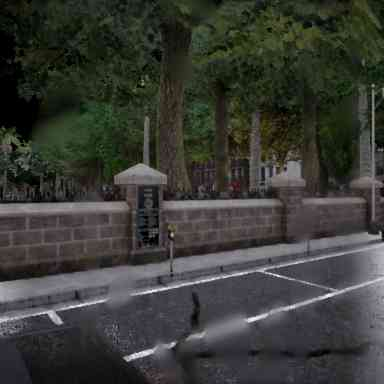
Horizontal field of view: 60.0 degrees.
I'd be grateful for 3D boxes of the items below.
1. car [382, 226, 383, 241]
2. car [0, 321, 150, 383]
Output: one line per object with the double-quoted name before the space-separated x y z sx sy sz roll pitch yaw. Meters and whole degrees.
"car" 9.742 1.310 13.489 5.009 1.841 2.192 0 0 -36
"car" -2.506 1.601 1.597 4.718 1.301 1.895 0 0 -35
